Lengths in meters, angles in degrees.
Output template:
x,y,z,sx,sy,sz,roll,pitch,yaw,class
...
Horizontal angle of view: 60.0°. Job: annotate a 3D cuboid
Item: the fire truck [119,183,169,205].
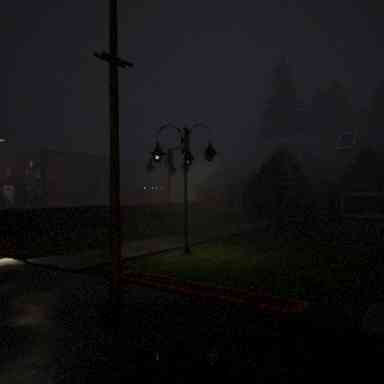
x,y,z,sx,sy,sz,roll,pitch,yaw,class
-7.164,0.703,49.832,2.891,3.827,8.468,-1,0,36,fire truck
